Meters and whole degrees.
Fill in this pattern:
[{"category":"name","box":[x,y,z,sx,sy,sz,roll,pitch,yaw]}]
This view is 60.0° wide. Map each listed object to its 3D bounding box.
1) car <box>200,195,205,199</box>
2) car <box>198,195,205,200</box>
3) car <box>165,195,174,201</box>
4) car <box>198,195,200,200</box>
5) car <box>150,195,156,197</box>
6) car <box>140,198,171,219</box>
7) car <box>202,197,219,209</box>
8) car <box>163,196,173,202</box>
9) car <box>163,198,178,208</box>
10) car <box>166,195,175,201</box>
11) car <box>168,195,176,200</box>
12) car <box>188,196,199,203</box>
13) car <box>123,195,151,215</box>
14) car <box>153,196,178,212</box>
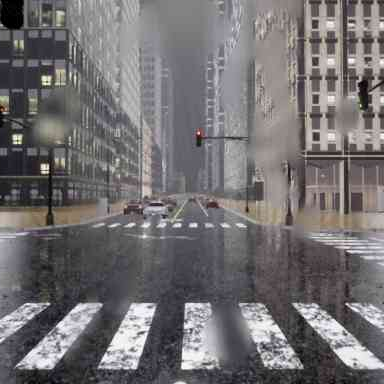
[{"category":"car","box":[2.703,1.547,56.242,1.752,1.417,4.829,1,0,0]},{"category":"car","box":[2.701,1.584,95.112,1.887,1.381,4.507,1,0,0]},{"category":"car","box":[-5.679,1.578,83.880,1.887,1.381,4.507,1,0,0]},{"category":"car","box":[2.702,1.590,61.649,1.947,1.339,4.313,1,0,0]},{"category":"car","box":[-5.673,1.332,44.854,2.192,1.841,5.009,1,0,0]},{"category":"car","box":[-3.106,1.537,29.176,1.812,1.442,4.674,0,0,0]},{"category":"car","box":[2.701,1.599,44.916,1.802,1.307,4.206,1,0,0]},{"category":"car","box":[-5.679,1.582,78.305,2.008,1.369,4.403,1,0,0]},{"category":"car","box":[-3.095,1.620,49.134,1.895,1.301,4.718,0,0,0]},{"category":"car","box":[-5.679,1.587,89.455,2.008,1.369,4.403,1,0,0]},{"category":"car","box":[-5.680,1.605,95.030,1.947,1.339,4.313,1,0,0]},{"category":"car","box":[0.081,1.574,70.418,2.033,1.411,5.357,0,0,0]},{"category":"car","box":[-5.675,1.453,33.704,1.967,1.590,4.097,1,0,0]},{"category":"car","box":[-3.101,1.562,38.841,2.033,1.411,5.357,0,0,0]}]
